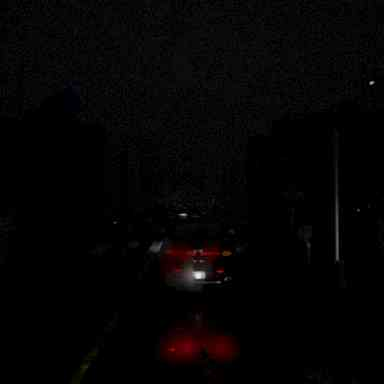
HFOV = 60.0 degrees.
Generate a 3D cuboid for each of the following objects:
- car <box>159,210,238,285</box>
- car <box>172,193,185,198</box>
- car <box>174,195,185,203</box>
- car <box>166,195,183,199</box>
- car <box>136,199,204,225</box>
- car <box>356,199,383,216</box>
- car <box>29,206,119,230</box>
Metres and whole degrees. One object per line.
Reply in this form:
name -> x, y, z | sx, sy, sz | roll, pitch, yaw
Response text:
car -> 0.172, 1.489, 9.394 | 1.837, 1.490, 4.892 | 0, 0, 1
car -> -2.568, 1.352, 52.612 | 1.882, 1.535, 5.008 | 0, 0, 0
car -> -2.494, 1.401, 67.057 | 1.994, 1.385, 4.181 | 0, 0, 0
car -> -2.611, 1.453, 41.493 | 2.033, 1.411, 5.357 | 0, 0, 2
car -> -1.318, 1.403, 22.587 | 4.902, 1.511, 2.128 | -1, -1, -1
car -> 17.200, 1.316, 29.462 | 4.902, 1.511, 2.128 | -1, -1, -1
car -> -6.678, 1.489, 19.284 | 4.718, 1.301, 1.895 | 0, -1, -1
